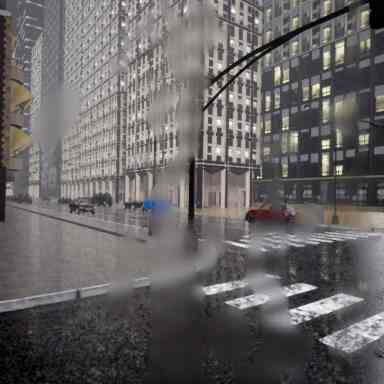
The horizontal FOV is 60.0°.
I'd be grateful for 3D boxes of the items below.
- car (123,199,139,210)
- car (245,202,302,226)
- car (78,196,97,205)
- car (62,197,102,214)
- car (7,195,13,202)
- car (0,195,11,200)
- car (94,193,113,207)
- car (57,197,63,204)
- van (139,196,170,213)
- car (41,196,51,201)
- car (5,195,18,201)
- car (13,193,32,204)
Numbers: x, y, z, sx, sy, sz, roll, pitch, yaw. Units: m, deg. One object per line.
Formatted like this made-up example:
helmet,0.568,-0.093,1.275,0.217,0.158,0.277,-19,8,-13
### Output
car,-7.367,1.584,42.326,2.008,1.369,4.403,1,-1,-35
car,5.715,1.505,23.904,1.967,1.590,4.097,1,-1,-35
car,-18.520,1.525,58.824,1.837,1.490,4.892,1,-1,-35
car,-10.929,1.427,32.870,2.008,1.369,4.403,1,-1,-35
car,-37.088,1.397,69.717,1.947,1.339,4.313,1,-1,-35
car,-46.802,1.365,83.399,1.752,1.417,4.829,1,-1,-35
car,-14.513,1.255,53.121,2.150,2.045,5.566,1,-1,-35
car,-22.620,1.522,59.328,1.994,1.385,4.181,1,-1,-35
van,-4.093,1.382,37.722,1.690,1.788,3.998,1,-1,-35
car,-36.797,1.570,83.778,1.802,1.307,4.206,1,-1,-35
car,-40.358,1.378,74.323,2.008,1.369,4.403,1,-1,-35
car,-30.545,1.155,60.508,2.192,1.841,5.009,1,-1,-35
